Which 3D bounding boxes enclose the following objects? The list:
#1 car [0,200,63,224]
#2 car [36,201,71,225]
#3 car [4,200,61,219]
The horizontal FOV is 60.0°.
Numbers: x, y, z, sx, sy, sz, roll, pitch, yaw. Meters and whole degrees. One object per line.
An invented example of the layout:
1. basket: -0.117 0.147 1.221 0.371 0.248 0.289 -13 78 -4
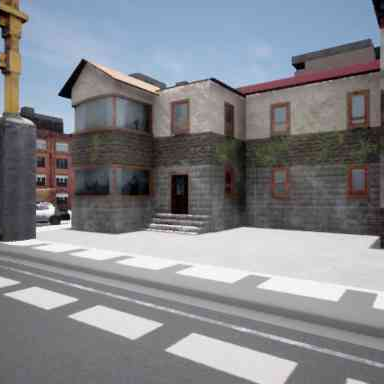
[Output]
1. car: -12.077 1.450 25.492 2.038 1.542 4.974 0 0 5
2. car: -10.700 1.293 22.028 4.536 1.218 1.853 0 0 -25
3. car: -12.072 1.293 25.544 1.853 1.218 4.536 0 0 5
